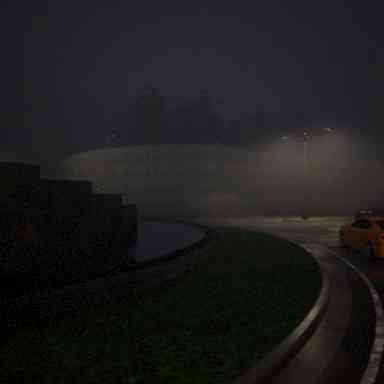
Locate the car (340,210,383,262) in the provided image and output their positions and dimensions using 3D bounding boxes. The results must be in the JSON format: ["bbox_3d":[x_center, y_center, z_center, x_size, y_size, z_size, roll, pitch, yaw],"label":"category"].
[{"bbox_3d":[7.309,1.678,12.935,1.882,1.535,5.008,0,-1,8],"label":"car"}]

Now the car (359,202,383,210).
[{"bbox_3d":[16.735,1.952,30.075,4.902,1.511,2.128,1,-1,-34],"label":"car"}]
